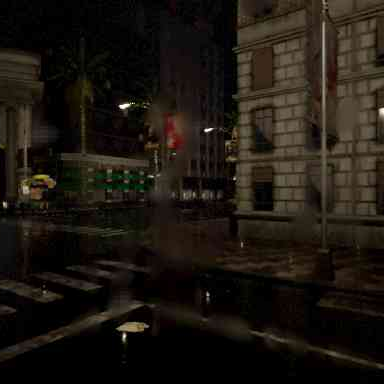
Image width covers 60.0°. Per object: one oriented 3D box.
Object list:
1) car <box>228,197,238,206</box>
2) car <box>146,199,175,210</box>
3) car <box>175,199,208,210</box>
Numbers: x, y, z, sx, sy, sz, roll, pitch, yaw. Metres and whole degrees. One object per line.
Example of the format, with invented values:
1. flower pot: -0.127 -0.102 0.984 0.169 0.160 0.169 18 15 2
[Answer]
1. car: 8.253 1.506 56.901 5.008 1.535 1.882 0 0 -39
2. car: -3.574 1.578 43.733 2.033 1.411 5.357 0 0 37
3. car: 0.289 1.591 42.974 1.994 1.385 4.181 0 0 37
